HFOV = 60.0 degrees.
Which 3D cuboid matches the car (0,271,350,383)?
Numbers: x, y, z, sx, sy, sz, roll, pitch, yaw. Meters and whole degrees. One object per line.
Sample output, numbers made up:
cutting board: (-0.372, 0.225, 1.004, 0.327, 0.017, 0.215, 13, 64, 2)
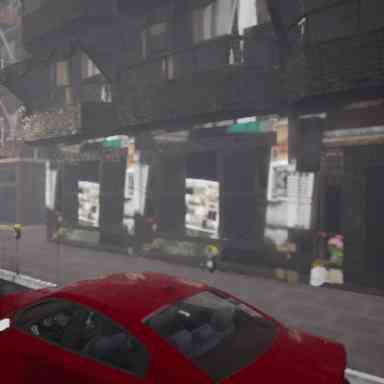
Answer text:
car: (-0.803, 1.536, 3.449, 4.507, 1.381, 1.887, 0, 0, 36)
